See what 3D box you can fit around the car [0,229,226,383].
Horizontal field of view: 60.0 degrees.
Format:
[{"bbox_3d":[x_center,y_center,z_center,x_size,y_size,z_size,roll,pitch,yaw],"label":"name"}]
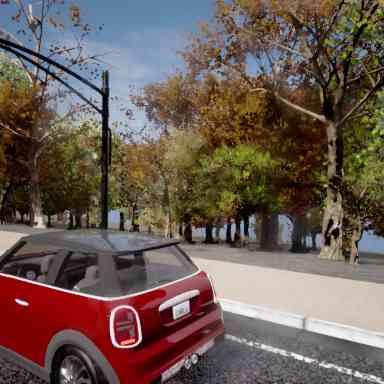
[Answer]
[{"bbox_3d":[-1.848,1.351,5.004,4.553,1.767,2.097,0,0,36],"label":"car"}]
